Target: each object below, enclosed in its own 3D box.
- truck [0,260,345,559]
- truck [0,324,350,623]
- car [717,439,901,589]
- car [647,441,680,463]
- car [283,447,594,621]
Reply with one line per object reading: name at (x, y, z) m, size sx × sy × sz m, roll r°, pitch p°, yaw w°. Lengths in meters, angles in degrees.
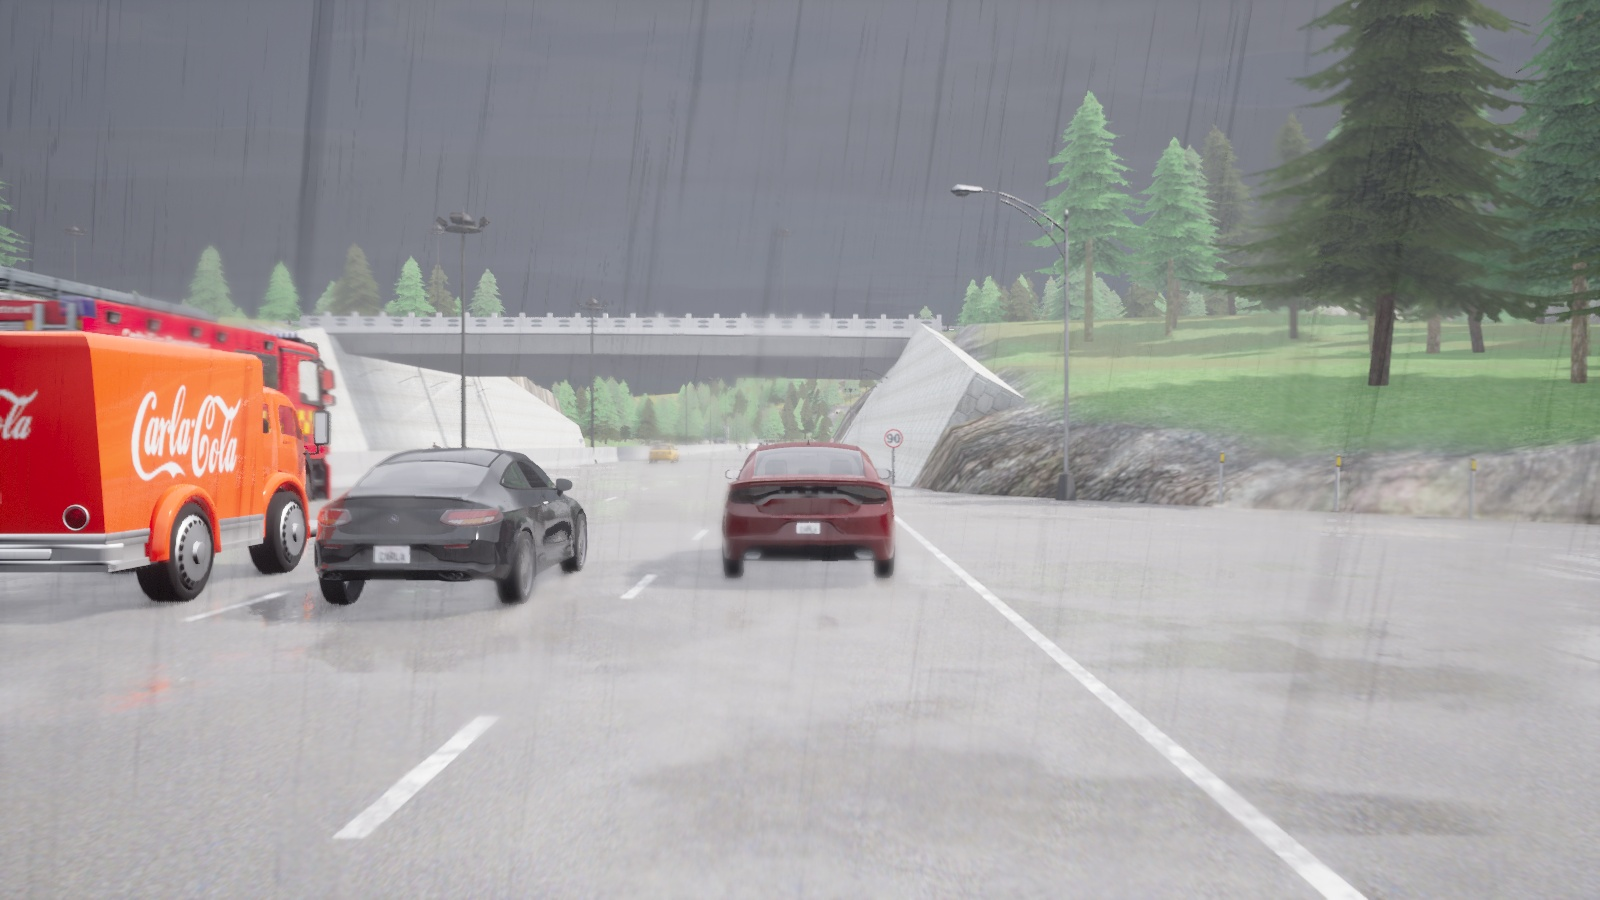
truck at (-10.368, -0.541, 20.341) m, size 2.891 × 3.827 × 8.468 m, roll 0°, pitch 0°, yaw 0°
truck at (-6.911, 0.181, 12.984) m, size 2.627 × 2.467 × 5.204 m, roll 0°, pitch 0°, yaw 0°
car at (0.103, 0.638, 15.355) m, size 1.882 × 1.535 × 5.008 m, roll 0°, pitch 0°, yaw 0°
car at (-9.960, 0.158, 92.155) m, size 1.801 × 1.575 × 5.366 m, roll 0°, pitch 0°, yaw 0°
car at (-3.412, 0.697, 12.858) m, size 1.812 × 1.442 × 4.674 m, roll 0°, pitch 0°, yaw 0°
